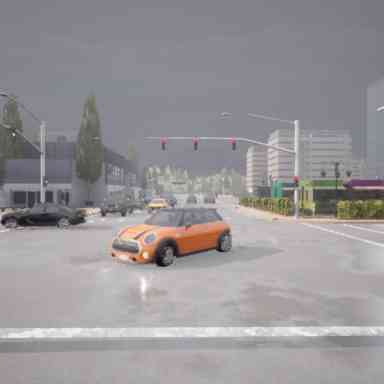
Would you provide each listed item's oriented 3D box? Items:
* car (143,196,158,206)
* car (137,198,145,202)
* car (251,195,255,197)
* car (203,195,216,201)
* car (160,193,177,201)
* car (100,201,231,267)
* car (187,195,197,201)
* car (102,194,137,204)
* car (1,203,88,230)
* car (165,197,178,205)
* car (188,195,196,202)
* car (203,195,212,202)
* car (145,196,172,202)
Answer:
[{"bbox_3d":[-7.089,1.477,57.033,1.882,1.535,5.008,0,0,0],"label":"car"},{"bbox_3d":[-7.103,1.563,42.069,1.994,1.385,4.181,0,0,0],"label":"car"},{"bbox_3d":[17.749,1.153,86.905,4.605,1.855,1.932,0,0,-2],"label":"car"},{"bbox_3d":[3.486,1.491,63.734,2.128,1.511,4.902,0,0,0],"label":"car"},{"bbox_3d":[-3.597,1.221,46.745,2.150,2.045,5.566,0,0,0],"label":"car"},{"bbox_3d":[-0.591,1.352,11.588,2.097,1.767,4.553,0,0,41],"label":"car"},{"bbox_3d":[-0.014,1.491,63.733,2.128,1.511,4.902,0,0,0],"label":"car"},{"bbox_3d":[-7.126,1.221,32.239,2.150,2.045,5.566,0,0,1],"label":"car"},{"bbox_3d":[-9.121,1.477,20.706,5.008,1.535,1.882,0,0,-2],"label":"car"},{"bbox_3d":[-3.591,1.564,58.168,1.994,1.385,4.181,0,0,0],"label":"car"},{"bbox_3d":[-0.017,1.372,74.007,1.837,1.490,4.892,0,0,0],"label":"car"},{"bbox_3d":[3.483,1.397,74.009,1.812,1.442,4.674,0,0,0],"label":"car"},{"bbox_3d":[-3.599,1.477,36.168,1.882,1.535,5.008,0,0,0],"label":"car"}]
